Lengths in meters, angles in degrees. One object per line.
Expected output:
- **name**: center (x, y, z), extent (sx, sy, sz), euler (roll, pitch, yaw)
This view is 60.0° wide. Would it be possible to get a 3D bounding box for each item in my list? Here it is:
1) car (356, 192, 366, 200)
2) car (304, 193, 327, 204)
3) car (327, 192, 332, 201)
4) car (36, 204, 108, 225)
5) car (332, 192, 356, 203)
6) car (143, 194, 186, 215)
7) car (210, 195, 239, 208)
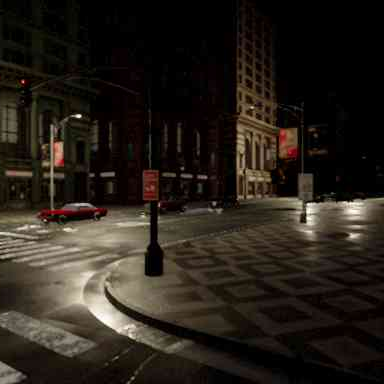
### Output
- **car**: center (30.077, 0.743, 60.055), extent (1.812, 1.442, 4.674), euler (0, 1, 35)
- **car**: center (17.710, 1.002, 48.282), extent (1.994, 1.385, 4.181), euler (0, 1, 35)
- **car**: center (23.461, 0.803, 56.357), extent (2.128, 1.511, 4.902), euler (0, 1, 35)
- **car**: center (-8.294, 1.500, 23.327), extent (1.895, 1.301, 4.718), euler (0, 1, 33)
- **car**: center (22.909, 0.902, 49.987), extent (1.812, 1.442, 4.674), euler (0, 1, 36)
- **car**: center (-2.540, 1.124, 31.404), extent (2.097, 1.767, 4.553), euler (0, 1, 36)
- **car**: center (4.007, 1.120, 40.579), extent (2.128, 1.511, 4.902), euler (0, 1, 36)
